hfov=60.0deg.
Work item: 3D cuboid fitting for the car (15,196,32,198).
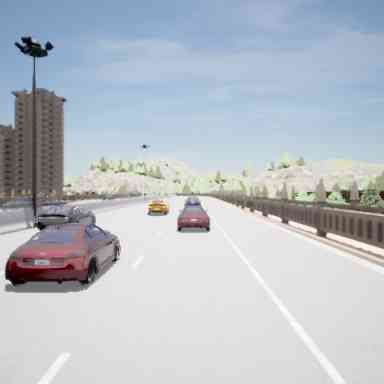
[{"bbox_3d":[-21.068,1.353,40.948,2.097,1.767,4.553,0,0,0],"label":"car"}]

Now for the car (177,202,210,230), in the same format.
[{"bbox_3d":[0.102,1.565,20.998,1.994,1.385,4.181,0,0,0],"label":"car"}]

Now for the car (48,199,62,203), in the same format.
[{"bbox_3d":[-17.577,1.604,41.958,1.895,1.301,4.718,0,0,0],"label":"car"}]

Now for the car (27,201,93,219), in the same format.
[{"bbox_3d":[-6.897,1.493,18.704,2.128,1.511,4.902,0,0,0],"label":"car"}]

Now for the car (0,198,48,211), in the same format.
[{"bbox_3d":[-14.092,1.507,27.493,1.837,1.490,4.892,0,0,0],"label":"car"}]

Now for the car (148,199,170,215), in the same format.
[{"bbox_3d":[-3.395,1.479,34.613,1.882,1.535,5.008,0,0,0],"label":"car"}]

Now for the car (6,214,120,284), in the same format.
[{"bbox_3d":[-3.398,1.565,9.547,1.994,1.385,4.181,0,0,0],"label":"car"}]

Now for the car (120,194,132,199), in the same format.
[{"bbox_3d":[-13.525,1.599,69.147,1.895,1.301,4.718,0,0,2],"label":"car"}]

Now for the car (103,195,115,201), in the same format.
[{"bbox_3d":[-20.183,1.517,81.042,2.128,1.511,4.902,0,0,2],"label":"car"}]

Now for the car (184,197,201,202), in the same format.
[{"bbox_3d":[0.108,1.354,42.043,2.097,1.767,4.553,0,0,0],"label":"car"}]

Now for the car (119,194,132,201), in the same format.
[{"bbox_3d":[-16.622,1.355,83.076,2.097,1.767,4.553,0,0,2],"label":"car"}]
